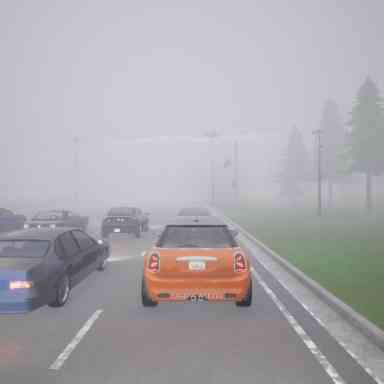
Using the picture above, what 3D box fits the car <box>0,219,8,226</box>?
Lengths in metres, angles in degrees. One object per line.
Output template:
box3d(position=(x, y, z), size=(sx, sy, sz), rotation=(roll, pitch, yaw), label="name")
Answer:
box3d(position=(-6.918, 1.601, 8.260), size=(1.895, 1.301, 4.718), rotation=(0, 0, 0), label="car")

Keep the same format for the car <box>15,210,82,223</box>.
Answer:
box3d(position=(-6.918, 1.601, 17.364), size=(1.895, 1.301, 4.718), rotation=(0, 0, 0), label="car")

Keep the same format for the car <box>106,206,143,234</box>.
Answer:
box3d(position=(-3.420, 1.505, 17.615), size=(1.837, 1.490, 4.892), rotation=(0, 0, 0), label="car")

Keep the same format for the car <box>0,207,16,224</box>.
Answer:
box3d(position=(-10.419, 1.478, 17.160), size=(1.882, 1.535, 5.008), rotation=(0, 0, 0), label="car")

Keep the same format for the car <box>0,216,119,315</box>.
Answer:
box3d(position=(-3.407, 1.547, 7.870), size=(2.033, 1.411, 5.357), rotation=(0, 0, 0), label="car")

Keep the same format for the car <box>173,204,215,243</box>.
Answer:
box3d(position=(0.082, 1.478, 17.172), size=(1.882, 1.535, 5.008), rotation=(0, 0, 0), label="car")

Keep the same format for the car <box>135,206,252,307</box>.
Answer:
box3d(position=(0.092, 1.352, 8.145), size=(2.097, 1.767, 4.553), rotation=(0, 0, 0), label="car")
